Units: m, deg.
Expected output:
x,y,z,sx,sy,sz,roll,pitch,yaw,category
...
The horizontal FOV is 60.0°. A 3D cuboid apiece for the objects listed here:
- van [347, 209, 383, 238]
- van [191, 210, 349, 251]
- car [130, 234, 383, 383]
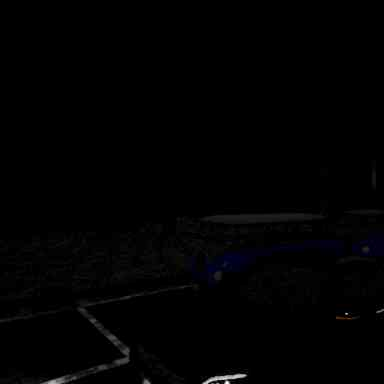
x,y,z,sx,sy,sz,roll,pitch,yaw,category
6.337,1.464,11.183,3.998,1.788,1.690,1,0,-36,van
1.767,1.404,7.916,3.998,1.788,1.690,1,0,-36,van
1.493,1.565,4.449,4.674,1.442,1.812,1,0,-36,car
